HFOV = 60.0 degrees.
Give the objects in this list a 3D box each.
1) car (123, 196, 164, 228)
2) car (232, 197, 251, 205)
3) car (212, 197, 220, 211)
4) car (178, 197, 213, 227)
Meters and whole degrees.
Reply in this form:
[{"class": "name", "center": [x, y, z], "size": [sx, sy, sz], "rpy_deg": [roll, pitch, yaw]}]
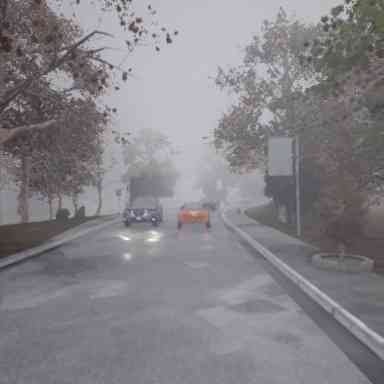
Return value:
[{"class": "car", "center": [-3.274, 1.299, 23.448], "size": [2.150, 2.045, 5.566], "rpy_deg": [0, 0, 1]}, {"class": "car", "center": [9.297, 1.772, 62.582], "size": [1.837, 1.490, 4.892], "rpy_deg": [-4, -5, 40]}, {"class": "car", "center": [2.201, 1.441, 41.555], "size": [2.097, 1.767, 4.553], "rpy_deg": [-1, 0, 14]}, {"class": "car", "center": [0.152, 1.429, 23.457], "size": [2.097, 1.767, 4.553], "rpy_deg": [0, 0, 1]}]
